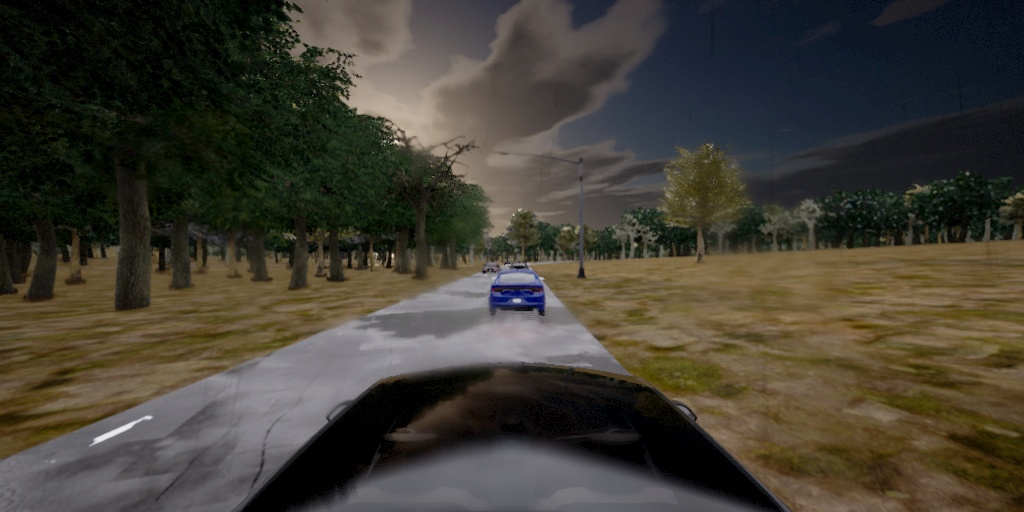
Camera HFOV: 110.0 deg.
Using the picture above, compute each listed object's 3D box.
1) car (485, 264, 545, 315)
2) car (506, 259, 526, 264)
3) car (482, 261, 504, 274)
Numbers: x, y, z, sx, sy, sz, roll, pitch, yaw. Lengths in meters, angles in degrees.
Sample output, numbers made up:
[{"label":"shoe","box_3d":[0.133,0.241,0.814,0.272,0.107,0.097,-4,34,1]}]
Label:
[{"label":"car","box_3d":[0.215,1.248,13.782,1.882,1.535,5.008,0,0,1]},{"label":"car","box_3d":[0.677,1.313,33.816,1.837,1.490,4.892,0,0,1]},{"label":"car","box_3d":[-2.335,1.387,41.230,1.994,1.385,4.181,0,0,1]}]
